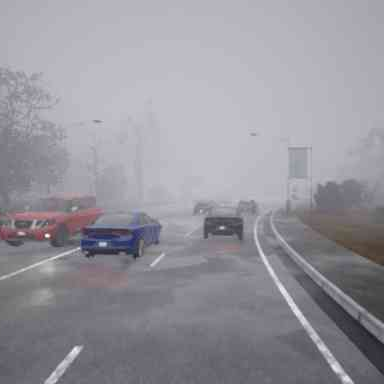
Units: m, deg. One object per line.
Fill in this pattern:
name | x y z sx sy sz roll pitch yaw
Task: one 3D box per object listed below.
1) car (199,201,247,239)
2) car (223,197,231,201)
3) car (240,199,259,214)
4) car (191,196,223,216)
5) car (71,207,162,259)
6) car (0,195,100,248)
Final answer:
car | 1.756 1.462 17.411 1.882 1.535 5.008 0 0 9
car | 5.294 1.497 56.300 1.994 1.385 4.181 0 0 20
car | 5.901 1.469 35.095 2.128 1.511 4.902 0 0 16
car | 1.461 1.464 32.232 1.837 1.490 4.892 0 0 15
car | -2.463 1.450 12.682 1.882 1.535 5.008 0 0 6
car | -5.913 1.176 14.997 2.150 2.045 5.566 0 0 8
